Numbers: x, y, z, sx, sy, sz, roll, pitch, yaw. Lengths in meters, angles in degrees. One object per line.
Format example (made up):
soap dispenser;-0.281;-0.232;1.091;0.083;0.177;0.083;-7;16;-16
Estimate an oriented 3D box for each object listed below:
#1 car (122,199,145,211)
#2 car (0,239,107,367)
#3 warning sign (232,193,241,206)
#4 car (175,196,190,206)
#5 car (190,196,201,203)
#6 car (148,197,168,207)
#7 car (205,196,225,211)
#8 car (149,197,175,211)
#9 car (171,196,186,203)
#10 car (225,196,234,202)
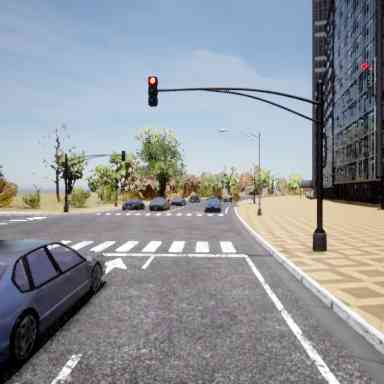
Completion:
car;-7.210;1.561;41.211;1.994;1.385;4.181;0;0;7
car;-3.036;1.546;5.723;2.033;1.411;5.357;0;0;1
warning sign;6.466;1.120;48.263;1.300;1.860;1.060;0;0;8
car;-2.175;1.548;54.058;2.033;1.411;5.357;0;0;9
car;0.569;1.513;69.304;1.837;1.490;4.892;0;0;11
car;-5.446;1.547;54.226;2.033;1.411;5.357;0;0;9
car;2.639;1.548;40.114;2.033;1.411;5.357;0;0;7
car;-3.923;1.546;41.486;2.033;1.411;5.357;0;0;7
car;-2.707;1.551;69.471;2.033;1.411;5.357;0;0;11
car;8.430;1.539;75.127;2.128;1.511;4.902;0;0;13
